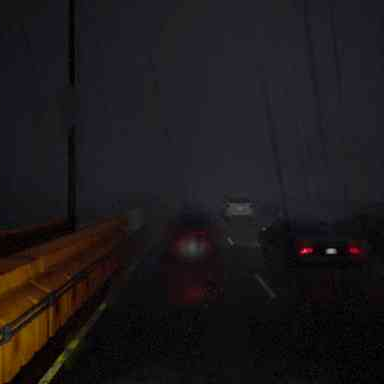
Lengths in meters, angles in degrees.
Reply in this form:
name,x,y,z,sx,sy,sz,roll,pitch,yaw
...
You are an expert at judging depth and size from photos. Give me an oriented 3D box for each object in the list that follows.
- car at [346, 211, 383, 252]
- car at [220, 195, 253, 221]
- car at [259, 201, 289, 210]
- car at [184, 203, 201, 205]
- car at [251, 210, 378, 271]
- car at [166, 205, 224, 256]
name,x,y,z,sx,sy,sz,roll,pitch,yaw
car,7.046,1.506,13.076,1.837,1.490,4.892,0,0,1
car,3.537,1.222,26.876,2.150,2.045,5.566,0,0,1
car,7.057,1.524,28.736,1.812,1.442,4.674,0,0,1
car,0.042,1.599,27.441,1.895,1.301,4.718,0,0,1
car,3.524,1.547,10.912,2.033,1.411,5.357,0,0,0
car,0.046,1.505,13.078,1.837,1.490,4.892,0,0,1
